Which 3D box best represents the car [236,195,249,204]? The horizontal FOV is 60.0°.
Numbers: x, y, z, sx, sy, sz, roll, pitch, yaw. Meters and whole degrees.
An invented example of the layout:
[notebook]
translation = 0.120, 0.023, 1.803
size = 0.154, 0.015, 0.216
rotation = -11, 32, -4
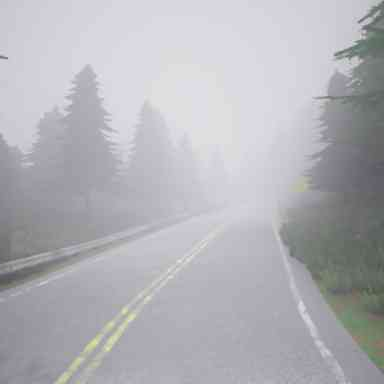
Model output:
[car]
translation = 8.654, 1.241, 57.016
size = 1.812, 1.442, 4.674
rotation = -2, 0, 5
